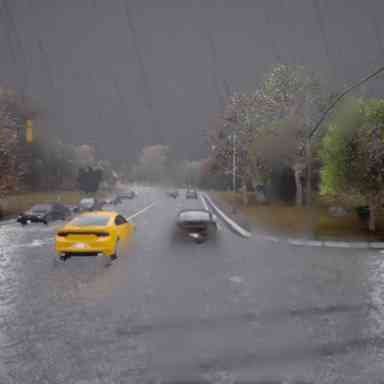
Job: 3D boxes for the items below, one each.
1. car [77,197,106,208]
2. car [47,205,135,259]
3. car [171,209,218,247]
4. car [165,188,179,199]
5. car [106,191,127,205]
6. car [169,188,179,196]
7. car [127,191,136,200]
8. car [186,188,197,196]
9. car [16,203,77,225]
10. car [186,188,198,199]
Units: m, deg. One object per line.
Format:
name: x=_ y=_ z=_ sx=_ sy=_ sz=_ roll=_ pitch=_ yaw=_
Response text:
car: x=-10.601 y=1.329 z=34.234 sx=1.812 sy=1.442 sz=4.674 roll=0 pitch=2 yaw=0
car: x=-3.406 y=1.491 z=12.622 sx=1.882 sy=1.535 sz=5.008 roll=0 pitch=0 yaw=0
car: x=0.103 y=1.493 z=15.020 sx=1.882 sy=1.535 sz=5.008 roll=0 pitch=0 yaw=0
car: x=-3.528 y=0.386 z=56.283 sx=1.837 sy=1.490 sz=4.892 roll=0 pitch=3 yaw=0
car: x=-10.563 y=0.942 z=44.331 sx=2.128 sy=1.511 sz=4.902 roll=0 pitch=2 yaw=0
car: x=-3.652 y=-0.045 z=66.343 sx=1.994 sy=1.385 sz=4.181 roll=0 pitch=3 yaw=-3
car: x=-10.528 y=0.495 z=54.902 sx=2.033 sy=1.411 sz=5.357 roll=0 pitch=3 yaw=0
car: x=-0.151 y=-0.039 z=66.331 sx=1.994 sy=1.385 sz=4.181 roll=0 pitch=3 yaw=-3
car: x=-10.623 y=1.531 z=24.363 sx=2.033 sy=1.411 sz=5.357 roll=0 pitch=1 yaw=1
car: x=-0.028 y=0.392 z=55.901 sx=2.128 sy=1.511 sz=4.902 roll=0 pitch=3 yaw=0
